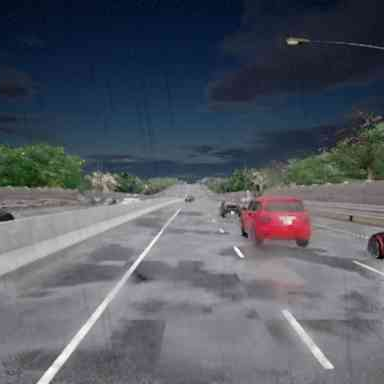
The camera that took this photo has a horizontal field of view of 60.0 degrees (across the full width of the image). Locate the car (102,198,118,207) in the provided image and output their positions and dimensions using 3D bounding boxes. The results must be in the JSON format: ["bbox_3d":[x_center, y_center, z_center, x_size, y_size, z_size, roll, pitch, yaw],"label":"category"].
[{"bbox_3d":[-14.039,1.802,57.016,1.812,1.442,4.674,0,-1,1],"label":"car"}]

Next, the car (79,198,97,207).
[{"bbox_3d":[-17.538,1.770,56.181,1.837,1.490,4.892,0,0,1],"label":"car"}]

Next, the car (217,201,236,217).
[{"bbox_3d":[3.603,1.601,32.113,1.837,1.490,4.892,0,0,0],"label":"car"}]

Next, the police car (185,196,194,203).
[{"bbox_3d":[-1.041,2.183,94.021,1.930,1.638,5.238,0,-1,0],"label":"police car"}]

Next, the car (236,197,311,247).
[{"bbox_3d":[3.601,1.241,15.205,2.150,2.045,5.566,0,0,0],"label":"car"}]

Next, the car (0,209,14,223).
[{"bbox_3d":[-10.598,1.515,16.184,2.128,1.511,4.902,0,0,0],"label":"car"}]

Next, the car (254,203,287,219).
[{"bbox_3d":[7.102,1.690,30.630,1.895,1.301,4.718,0,0,0],"label":"car"}]

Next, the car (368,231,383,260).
[{"bbox_3d":[7.098,1.568,9.883,1.994,1.385,4.181,0,0,0],"label":"car"}]

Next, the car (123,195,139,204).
[{"bbox_3d":[-10.528,1.506,57.930,2.150,2.045,5.566,0,-1,1],"label":"car"}]
